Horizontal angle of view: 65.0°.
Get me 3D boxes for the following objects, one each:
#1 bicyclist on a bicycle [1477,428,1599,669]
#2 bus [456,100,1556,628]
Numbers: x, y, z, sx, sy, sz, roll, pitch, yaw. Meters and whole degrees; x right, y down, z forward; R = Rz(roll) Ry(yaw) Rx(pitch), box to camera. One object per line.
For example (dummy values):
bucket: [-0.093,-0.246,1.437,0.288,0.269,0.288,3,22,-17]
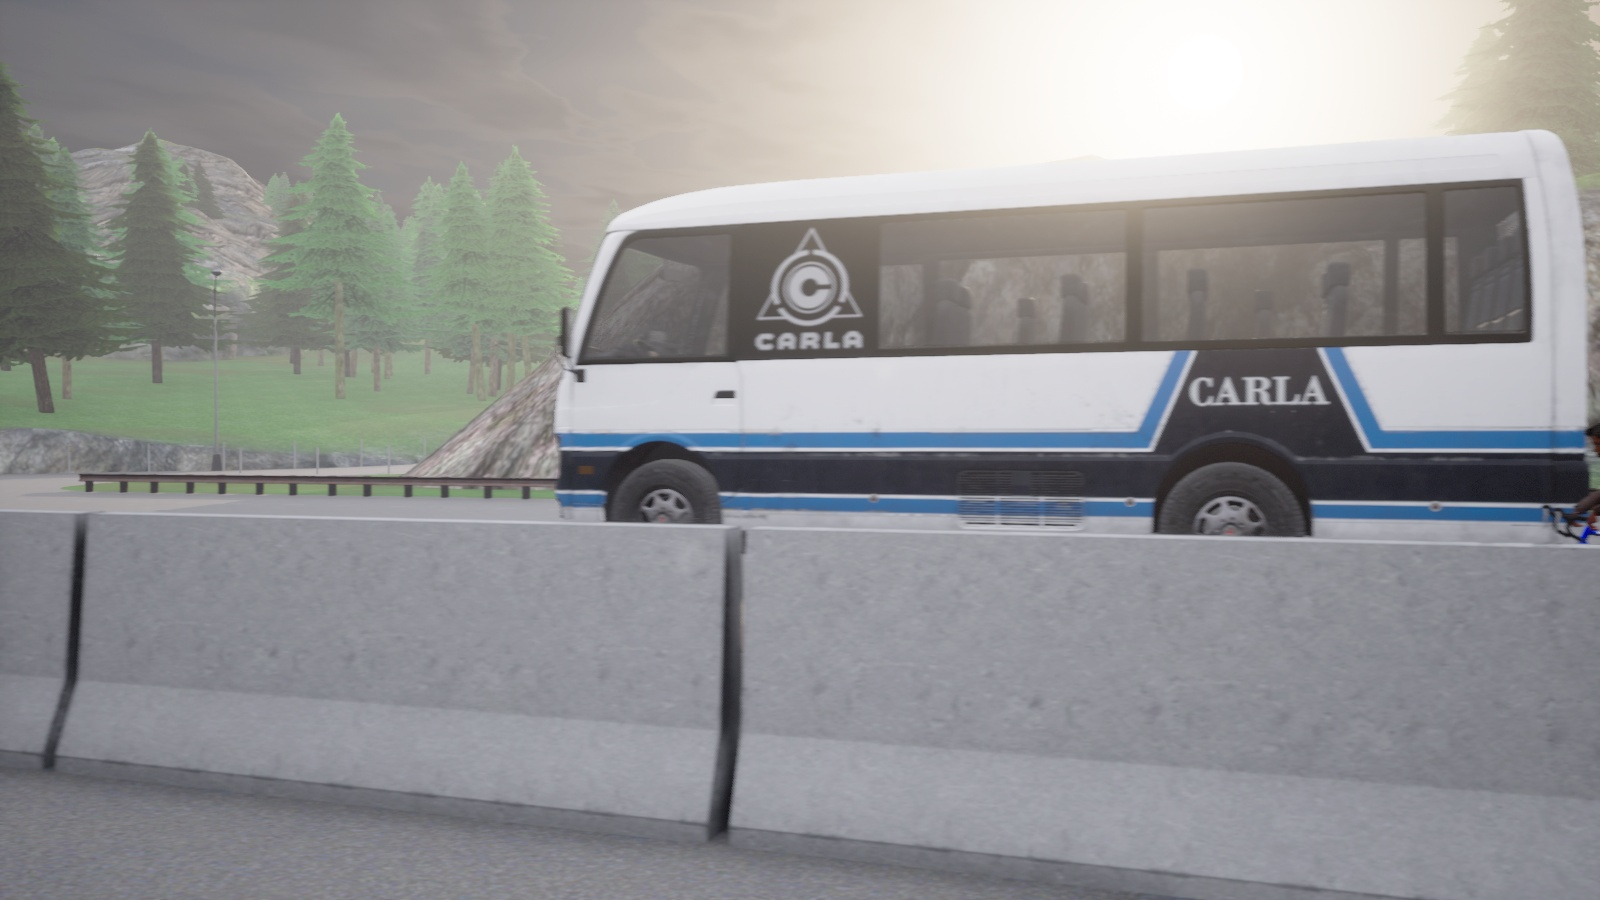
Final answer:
bicyclist on a bicycle: [5.665,0.662,8.671,1.656,1.620,0.582,0,1,19]
bus: [1.828,-0.761,13.635,10.273,4.253,3.944,1,1,19]
